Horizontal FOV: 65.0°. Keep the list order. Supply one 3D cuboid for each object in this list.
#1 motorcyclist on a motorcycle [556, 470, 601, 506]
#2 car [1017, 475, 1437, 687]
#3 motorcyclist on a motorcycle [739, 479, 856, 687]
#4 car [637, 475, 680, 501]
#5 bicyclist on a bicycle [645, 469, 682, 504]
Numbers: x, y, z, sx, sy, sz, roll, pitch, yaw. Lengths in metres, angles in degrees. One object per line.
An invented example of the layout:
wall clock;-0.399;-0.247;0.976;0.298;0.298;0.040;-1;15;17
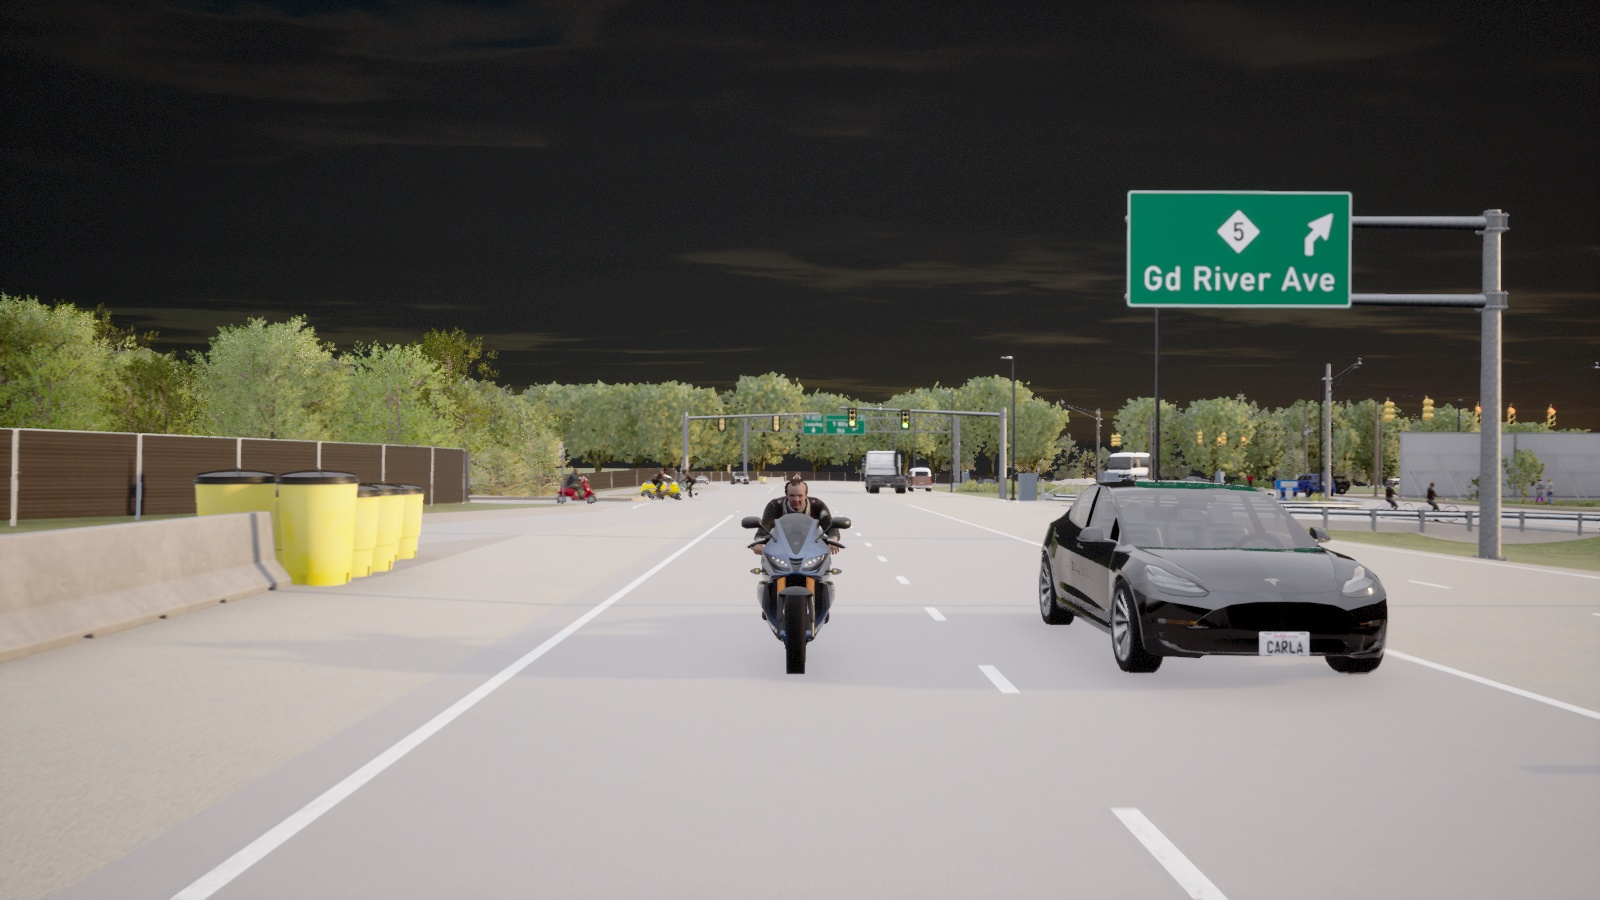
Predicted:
motorcyclist on a motorcycle;-9.715;1.661;55.062;1.817;1.590;0.866;0;0;1
car;3.474;0.987;11.401;2.163;1.488;4.792;0;-1;0
motorcyclist on a motorcycle;-0.024;1.021;10.469;0.866;1.530;2.191;0;-1;0
car;-7.861;2.102;69.755;2.207;1.376;1.481;0;-1;0
bicyclist on a bicycle;-6.360;1.708;58.625;1.656;1.620;0.582;1;-1;0
